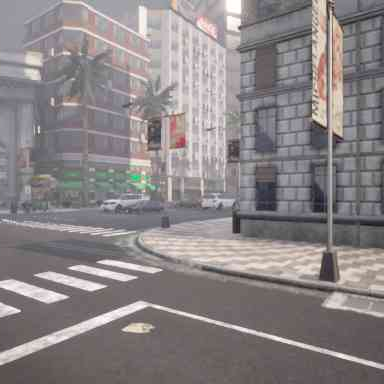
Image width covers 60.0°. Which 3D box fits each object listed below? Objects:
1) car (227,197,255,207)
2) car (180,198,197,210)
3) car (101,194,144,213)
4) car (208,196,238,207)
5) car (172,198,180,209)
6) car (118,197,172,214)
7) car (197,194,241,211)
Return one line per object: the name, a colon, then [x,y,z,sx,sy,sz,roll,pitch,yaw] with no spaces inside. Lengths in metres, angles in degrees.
car: [7.550,1.564,51.169,4.181,1.385,1.994,0,0,-43]
car: [1.012,1.478,43.578,1.882,1.535,5.008,0,0,38]
car: [-7.670,1.221,37.800,2.150,2.045,5.566,0,0,36]
car: [4.995,1.491,53.551,4.902,1.511,2.128,0,0,-44]
car: [-1.663,1.526,45.798,1.812,1.442,4.674,0,0,37]
car: [-4.957,1.547,35.605,2.033,1.411,5.357,0,0,36]
car: [3.399,1.221,40.789,2.150,2.045,5.566,0,0,37]
